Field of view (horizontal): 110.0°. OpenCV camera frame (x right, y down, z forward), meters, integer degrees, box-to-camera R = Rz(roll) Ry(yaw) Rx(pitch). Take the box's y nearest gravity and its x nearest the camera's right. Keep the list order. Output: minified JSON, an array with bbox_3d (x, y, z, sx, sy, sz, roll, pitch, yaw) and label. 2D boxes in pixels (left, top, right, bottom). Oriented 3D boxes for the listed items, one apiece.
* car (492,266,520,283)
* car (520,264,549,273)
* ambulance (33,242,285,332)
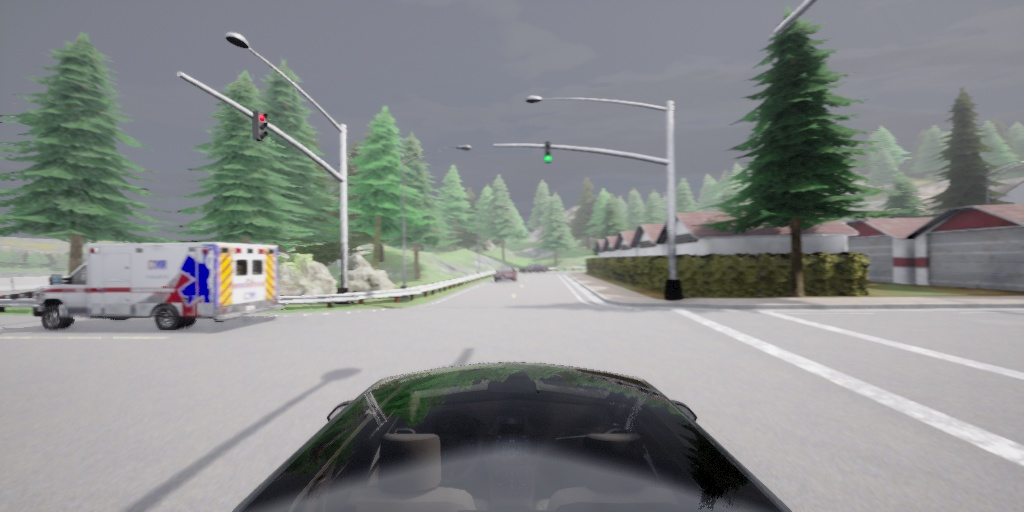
[{"bbox_3d":[-0.537,1.684,33.683,1.812,1.442,4.674,-1,-1,5],"label":"car"},{"bbox_3d":[3.383,1.878,54.812,5.357,1.411,2.033,0,-1,-44],"label":"car"},{"bbox_3d":[-10.720,0.887,10.992,6.366,2.431,2.351,-1,-1,5],"label":"ambulance"}]
